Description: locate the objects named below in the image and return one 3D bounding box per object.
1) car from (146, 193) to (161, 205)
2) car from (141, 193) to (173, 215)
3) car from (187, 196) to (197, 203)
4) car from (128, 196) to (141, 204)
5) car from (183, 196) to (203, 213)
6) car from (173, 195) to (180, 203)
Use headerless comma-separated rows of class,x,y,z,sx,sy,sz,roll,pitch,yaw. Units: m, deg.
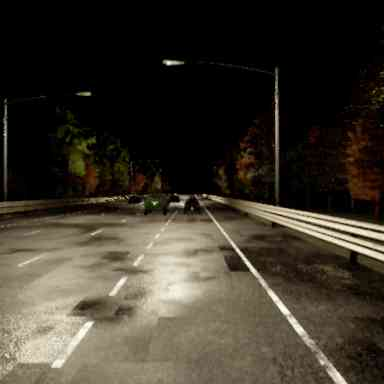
car,-6.900,1.186,60.279,2.150,2.045,5.566,0,0,0
car,-3.483,1.197,33.838,2.150,2.045,5.566,0,0,0
car,0.017,1.505,68.655,2.033,1.411,5.357,0,0,0
car,-10.392,1.440,61.174,1.882,1.535,5.008,0,0,0
car,0.035,1.497,35.674,1.812,1.442,4.674,0,0,1
car,-3.476,1.437,68.577,1.882,1.535,5.008,0,0,0
